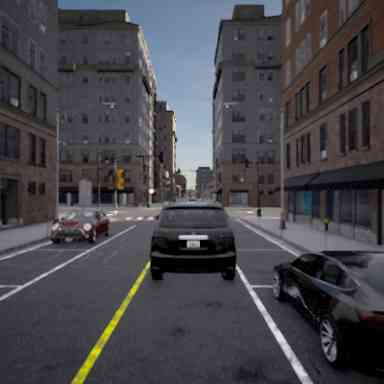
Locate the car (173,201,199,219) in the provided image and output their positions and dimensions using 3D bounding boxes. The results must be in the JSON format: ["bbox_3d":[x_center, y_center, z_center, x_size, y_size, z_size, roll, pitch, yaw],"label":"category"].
[{"bbox_3d":[-0.695,1.761,33.675,1.882,1.535,5.008,0,0,-10],"label":"car"}]

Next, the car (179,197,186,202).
[{"bbox_3d":[-2.589,2.024,94.003,1.837,1.490,4.892,0,-1,1],"label":"car"}]

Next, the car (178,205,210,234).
[{"bbox_3d":[0.116,1.681,21.404,1.837,1.490,4.892,0,0,0],"label":"car"}]

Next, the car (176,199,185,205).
[{"bbox_3d":[-2.666,2.291,78.825,1.994,1.385,4.181,0,-1,0],"label":"car"}]

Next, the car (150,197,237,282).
[{"bbox_3d":[0.022,1.301,10.191,2.150,2.045,5.566,0,-1,0],"label":"car"}]

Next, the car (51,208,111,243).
[{"bbox_3d":[-5.377,1.573,16.513,1.967,1.590,4.097,0,0,0],"label":"car"}]

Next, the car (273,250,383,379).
[{"bbox_3d":[2.640,1.610,5.597,1.947,1.339,4.313,0,0,0],"label":"car"}]
